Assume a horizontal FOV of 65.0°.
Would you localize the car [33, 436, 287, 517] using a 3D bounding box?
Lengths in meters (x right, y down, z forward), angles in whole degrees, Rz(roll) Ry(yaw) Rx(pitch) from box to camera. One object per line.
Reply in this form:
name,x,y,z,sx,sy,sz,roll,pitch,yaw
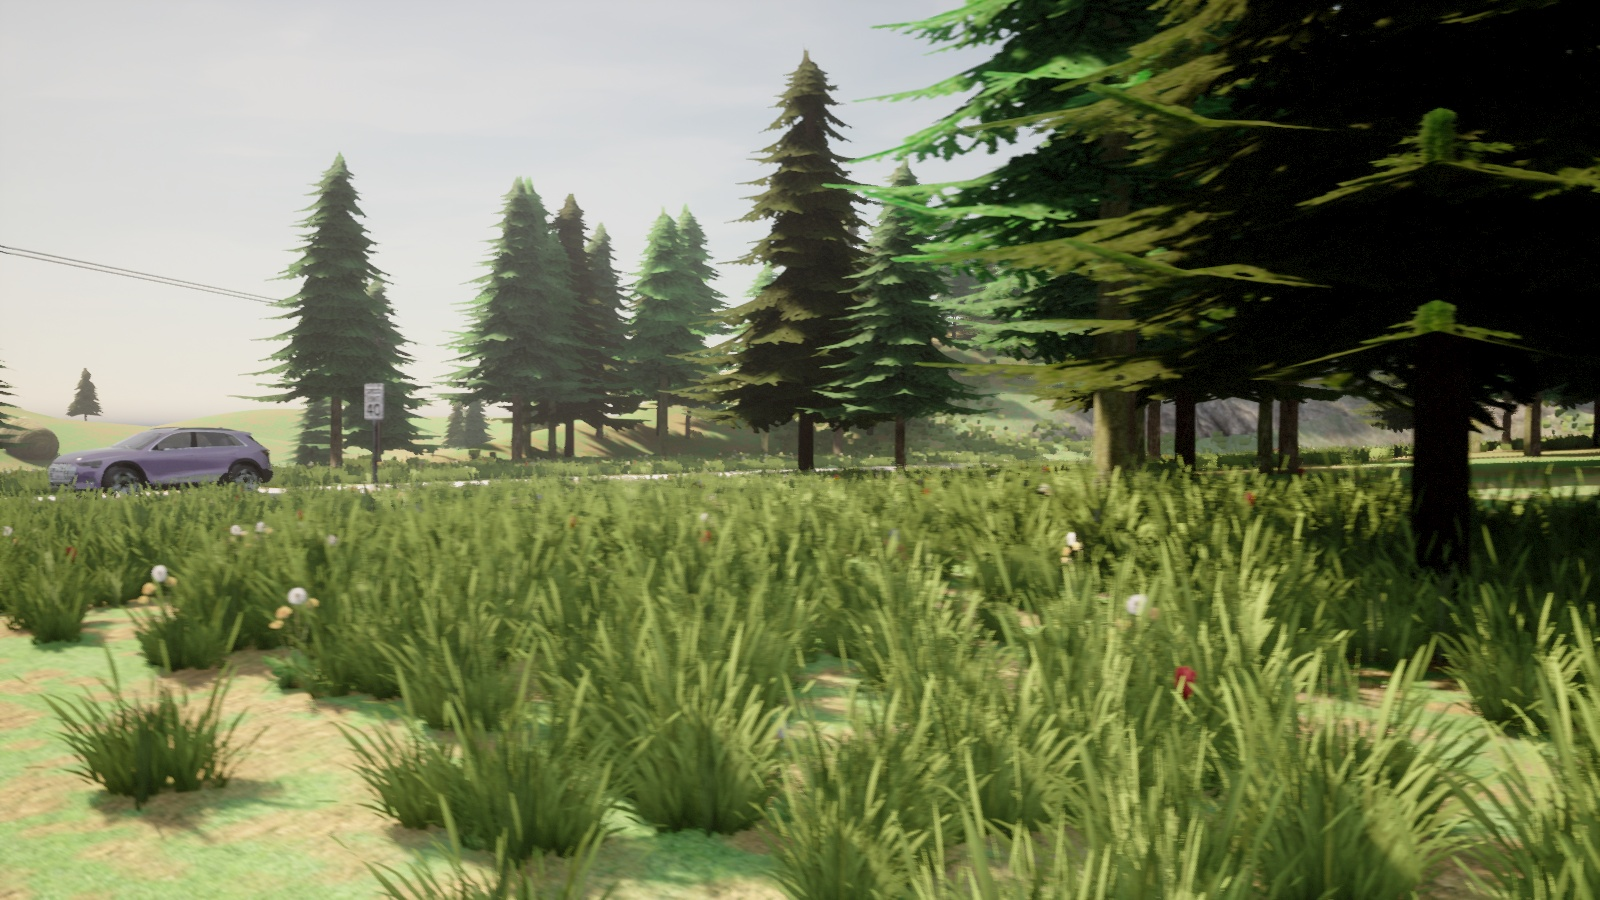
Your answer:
car,-14.649,0.538,29.035,2.033,1.649,4.856,0,1,33
